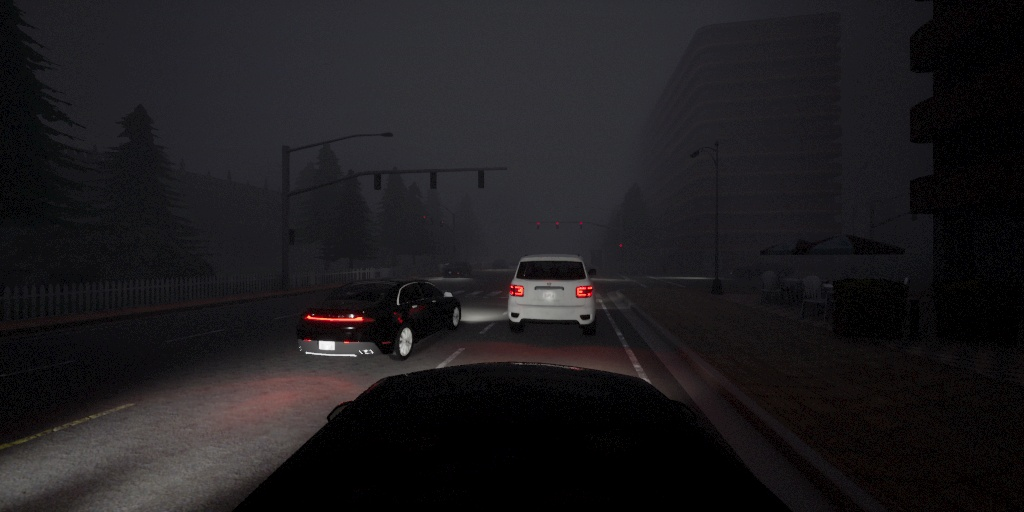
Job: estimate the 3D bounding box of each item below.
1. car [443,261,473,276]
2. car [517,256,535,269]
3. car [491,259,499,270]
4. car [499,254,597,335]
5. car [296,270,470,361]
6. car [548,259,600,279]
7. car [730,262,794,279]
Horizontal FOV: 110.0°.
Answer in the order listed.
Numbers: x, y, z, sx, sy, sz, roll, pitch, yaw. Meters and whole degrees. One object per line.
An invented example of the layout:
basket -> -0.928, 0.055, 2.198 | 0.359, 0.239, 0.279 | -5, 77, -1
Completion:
car -> -5.234, 1.259, 35.001 | 1.837, 1.490, 4.892 | 0, 0, 10
car -> 2.333, 0.970, 57.625 | 2.150, 2.045, 5.566 | 0, 0, 10
car -> -1.832, 1.227, 54.227 | 1.882, 1.535, 5.008 | 0, 0, 10
car -> 1.319, 0.971, 10.727 | 2.150, 2.045, 5.566 | 0, 0, 10
car -> -2.662, 1.255, 8.394 | 1.837, 1.490, 4.892 | 0, 0, 10
car -> 5.807, 1.139, 34.037 | 2.097, 1.767, 4.553 | 0, 0, -41
car -> 22.456, 1.297, 32.327 | 4.902, 1.511, 2.128 | 0, 0, 10
